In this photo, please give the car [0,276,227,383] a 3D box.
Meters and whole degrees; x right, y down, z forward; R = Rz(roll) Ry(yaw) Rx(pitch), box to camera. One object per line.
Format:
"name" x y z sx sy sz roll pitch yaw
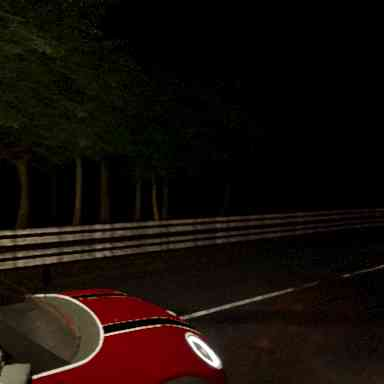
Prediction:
"car" -1.884 1.351 2.358 4.553 1.767 2.097 0 0 -36
